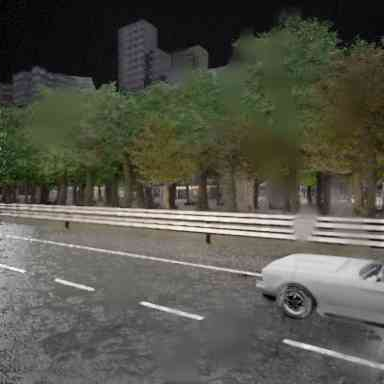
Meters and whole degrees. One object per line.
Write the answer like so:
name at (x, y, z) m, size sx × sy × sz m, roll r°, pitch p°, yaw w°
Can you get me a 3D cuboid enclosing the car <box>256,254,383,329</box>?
car at (3.547, 1.603, 5.637) m, size 4.718 × 1.301 × 1.895 m, roll 0°, pitch 0°, yaw 35°
